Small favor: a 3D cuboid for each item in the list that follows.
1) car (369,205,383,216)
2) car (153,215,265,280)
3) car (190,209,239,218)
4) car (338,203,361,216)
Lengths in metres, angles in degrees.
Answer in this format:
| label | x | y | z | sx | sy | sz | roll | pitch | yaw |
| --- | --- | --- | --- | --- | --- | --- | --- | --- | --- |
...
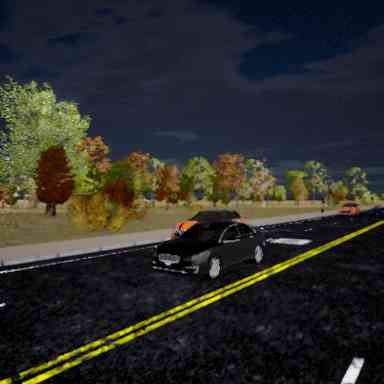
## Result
| label | x | y | z | sx | sy | sz | roll | pitch | yaw |
| --- | --- | --- | --- | --- | --- | --- | --- | --- | --- |
| car | 24.610 | 2.431 | 43.542 | 2.033 | 1.411 | 5.357 | -1 | -1 | 36 |
| car | 0.775 | 1.723 | 10.954 | 1.837 | 1.490 | 4.892 | -1 | -1 | 36 |
| car | 0.968 | 1.682 | 16.729 | 2.097 | 1.767 | 4.553 | -1 | -1 | 36 |
| car | 20.672 | 2.233 | 43.663 | 2.097 | 1.767 | 4.553 | -1 | -1 | 36 |
